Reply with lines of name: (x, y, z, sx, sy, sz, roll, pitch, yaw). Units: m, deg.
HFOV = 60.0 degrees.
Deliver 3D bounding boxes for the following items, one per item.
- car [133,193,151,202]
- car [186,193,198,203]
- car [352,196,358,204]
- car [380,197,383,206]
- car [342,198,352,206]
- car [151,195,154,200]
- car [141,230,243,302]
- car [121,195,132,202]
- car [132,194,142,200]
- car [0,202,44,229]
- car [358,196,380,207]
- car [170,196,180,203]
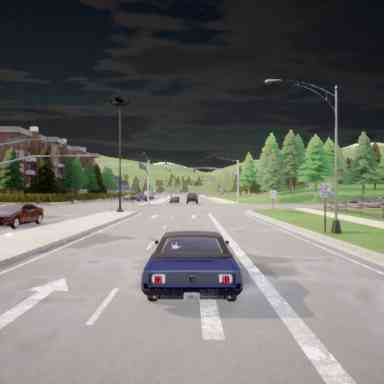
car: (-11.705, 1.221, 78.427, 2.150, 2.045, 5.566, 0, 0, -1)
car: (0.048, 1.218, 66.992, 2.150, 2.045, 5.566, 0, 0, -1)
car: (28.381, 1.489, 51.983, 4.902, 1.511, 2.128, 0, 0, 0)
car: (28.588, 1.349, 44.989, 4.553, 1.767, 2.097, 0, 0, 0)
car: (27.669, 1.487, 55.471, 4.902, 1.511, 2.128, 0, 0, 0)
car: (-11.943, 1.473, 94.213, 1.882, 1.535, 5.008, 0, 0, -1)
car: (0.001, 1.600, 8.240, 1.895, 1.301, 4.718, 0, 0, 0)
car: (-15.205, 1.520, 78.406, 1.812, 1.442, 4.674, 0, 0, -1)
car: (-15.433, 1.473, 93.509, 1.882, 1.535, 5.008, 0, 0, -1)
car: (-11.553, 1.476, 21.800, 1.882, 1.535, 5.008, 0, 0, 0)
car: (27.393, 1.598, 48.482, 4.718, 1.301, 1.895, 0, 0, 0)
car: (-3.456, 1.488, 66.974, 2.128, 1.511, 4.902, 0, 0, -1)
